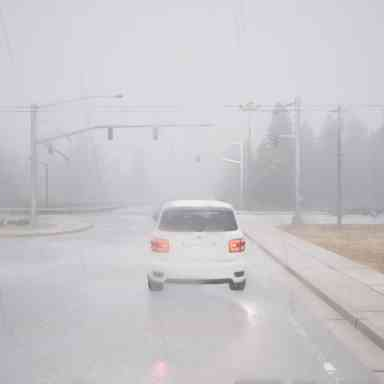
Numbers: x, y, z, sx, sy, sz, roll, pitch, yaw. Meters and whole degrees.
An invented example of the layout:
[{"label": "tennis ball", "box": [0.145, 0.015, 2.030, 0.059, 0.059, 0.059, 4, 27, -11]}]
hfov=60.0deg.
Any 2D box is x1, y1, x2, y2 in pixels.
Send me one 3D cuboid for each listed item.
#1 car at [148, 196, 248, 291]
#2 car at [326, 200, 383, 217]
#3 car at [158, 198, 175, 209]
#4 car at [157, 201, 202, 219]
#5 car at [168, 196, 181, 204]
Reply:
[{"label": "car", "box": [0.067, 1.218, 9.137, 2.150, 2.045, 5.566, 0, 0, -2]}, {"label": "car", "box": [14.898, 1.517, 30.544, 4.902, 1.511, 2.128, 0, 0, 1]}, {"label": "car", "box": [-3.585, 1.564, 47.266, 1.994, 1.385, 4.181, 0, 0, 0]}, {"label": "car", "box": [-1.199, 1.577, 29.882, 1.994, 1.385, 4.181, 0, 0, -35]}, {"label": "car", "box": [-3.431, 1.546, 65.569, 2.033, 1.411, 5.357, 0, 0, 1]}]
